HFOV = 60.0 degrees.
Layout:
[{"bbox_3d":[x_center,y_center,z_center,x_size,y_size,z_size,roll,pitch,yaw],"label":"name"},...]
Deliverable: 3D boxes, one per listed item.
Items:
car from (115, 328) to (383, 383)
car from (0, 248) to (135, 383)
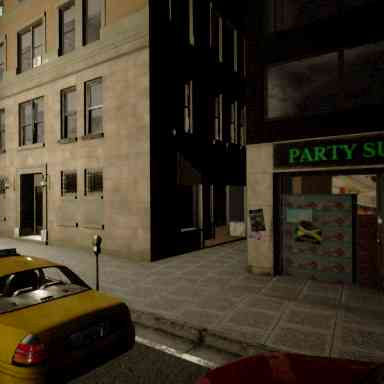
[{"bbox_3d":[1.767,1.582,1.594,4.206,1.307,1.802,0,-1,36],"label":"car"},{"bbox_3d":[-2.987,1.526,4.992,4.829,1.417,1.752,0,-1,36],"label":"car"}]
